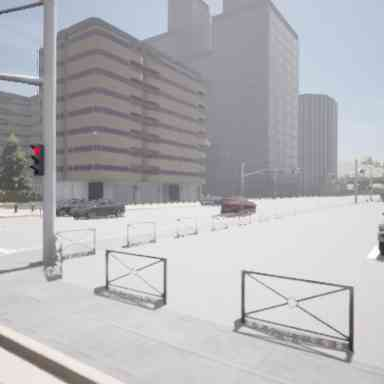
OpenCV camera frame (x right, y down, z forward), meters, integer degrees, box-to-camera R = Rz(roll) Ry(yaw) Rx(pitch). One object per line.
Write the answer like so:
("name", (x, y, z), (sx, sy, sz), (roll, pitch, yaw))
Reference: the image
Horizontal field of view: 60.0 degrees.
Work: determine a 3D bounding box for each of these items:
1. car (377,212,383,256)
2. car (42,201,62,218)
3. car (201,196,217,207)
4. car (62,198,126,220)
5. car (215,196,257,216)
("car", (7.770, 1.148, 11.602), (1.932, 1.855, 4.605), (0, 0, 34))
("car", (-10.418, 1.344, 28.678), (1.837, 1.490, 4.892), (0, 0, 34))
("car", (3.095, 1.323, 48.369), (2.128, 1.511, 4.902), (0, 0, 35))
("car", (-7.503, 1.365, 26.741), (1.837, 1.490, 4.892), (0, 0, 34))
("car", (4.526, 1.379, 31.595), (1.882, 1.535, 5.008), (0, 0, 34))
